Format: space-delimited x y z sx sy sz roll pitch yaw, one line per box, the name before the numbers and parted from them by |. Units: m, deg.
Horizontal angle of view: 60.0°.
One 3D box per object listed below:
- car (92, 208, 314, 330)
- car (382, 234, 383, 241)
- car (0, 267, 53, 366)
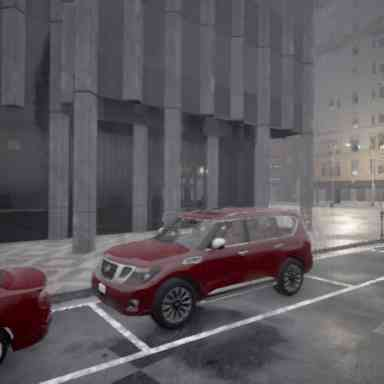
car | 0.524 1.313 7.125 5.009 1.841 2.192 0 1 -35
car | 9.544 1.521 13.558 4.829 1.417 1.752 0 1 -35
car | -4.058 1.545 3.862 4.507 1.381 1.887 0 1 -35
